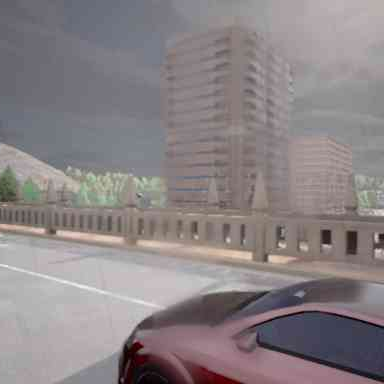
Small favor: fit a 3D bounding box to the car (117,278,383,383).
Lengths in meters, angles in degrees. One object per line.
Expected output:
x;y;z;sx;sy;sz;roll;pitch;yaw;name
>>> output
1.267;1.563;3.091;4.181;1.385;1.994;0;0;36;car
